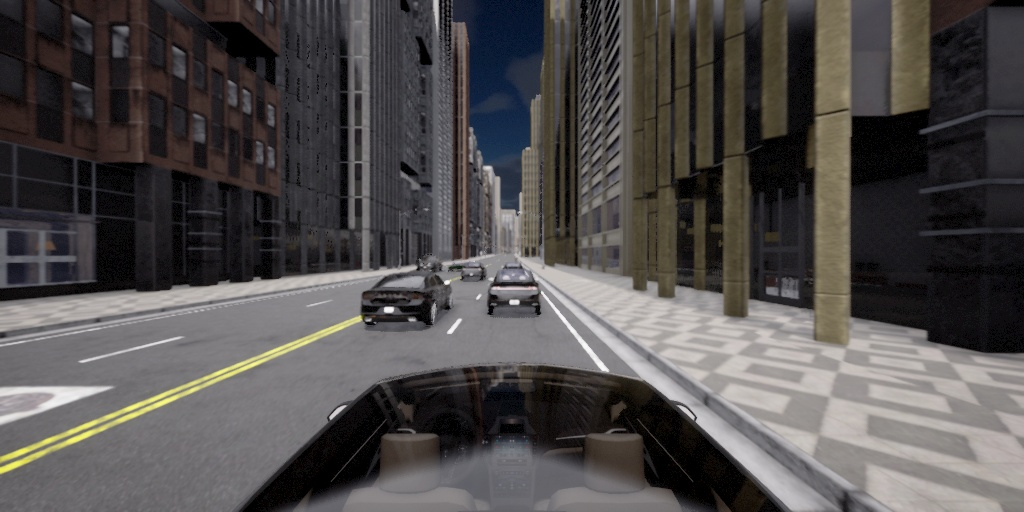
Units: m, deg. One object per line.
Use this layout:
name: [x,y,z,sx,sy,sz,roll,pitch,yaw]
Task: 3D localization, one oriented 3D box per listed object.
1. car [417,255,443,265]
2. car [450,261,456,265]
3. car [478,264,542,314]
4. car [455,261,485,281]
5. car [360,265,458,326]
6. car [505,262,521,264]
car: [-9.841,0.930,43.389,2.150,2.045,5.566,0,0,0]
car: [-6.590,1.308,43.617,1.895,1.301,4.718,0,0,0]
car: [0.086,1.239,13.710,2.128,1.511,4.902,0,0,0]
car: [-3.159,1.224,30.432,2.128,1.511,4.902,0,0,0]
car: [-3.172,1.226,11.703,1.882,1.535,5.008,0,0,0]
car: [0.092,1.224,30.434,2.128,1.511,4.902,0,0,0]
